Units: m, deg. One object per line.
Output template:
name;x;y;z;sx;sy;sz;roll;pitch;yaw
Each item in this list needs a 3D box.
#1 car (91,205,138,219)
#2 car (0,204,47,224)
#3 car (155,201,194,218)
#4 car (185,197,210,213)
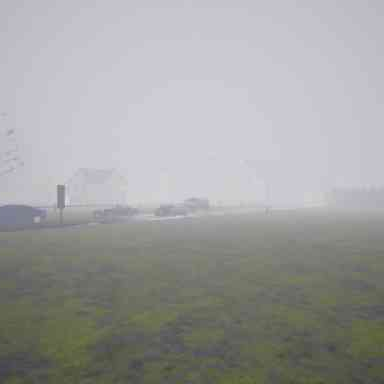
car;-7.679;1.934;33.398;1.895;1.301;4.718;1;0;35
car;-13.561;1.671;25.125;1.882;1.535;5.008;1;0;35
car;-2.123;2.002;36.108;1.994;1.385;4.181;1;0;35
car;0.271;1.735;44.540;2.150;2.045;5.566;1;0;36
